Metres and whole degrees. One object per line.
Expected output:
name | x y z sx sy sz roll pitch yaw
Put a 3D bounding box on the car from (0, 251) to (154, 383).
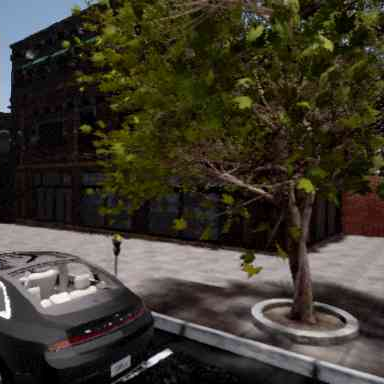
car | -2.505 1.525 4.661 4.403 1.369 2.008 0 1 36
